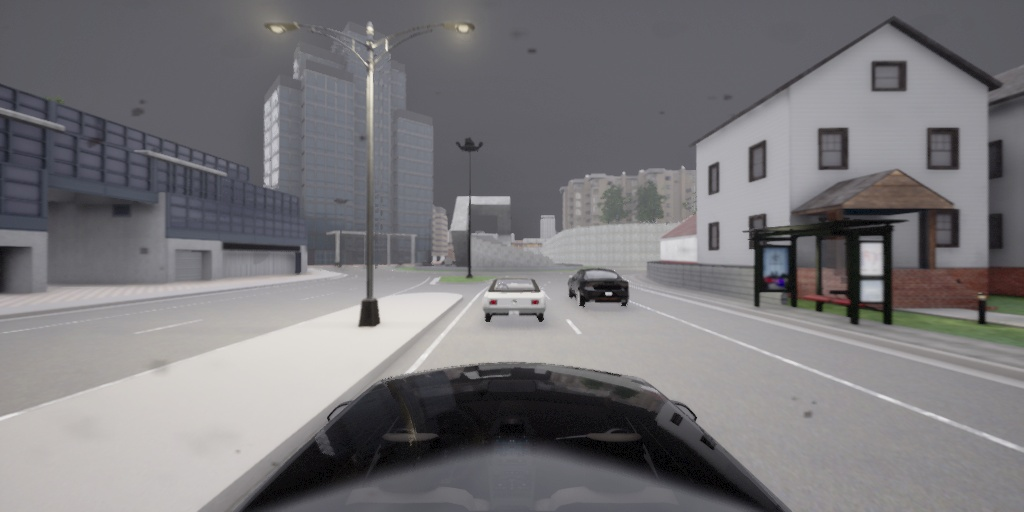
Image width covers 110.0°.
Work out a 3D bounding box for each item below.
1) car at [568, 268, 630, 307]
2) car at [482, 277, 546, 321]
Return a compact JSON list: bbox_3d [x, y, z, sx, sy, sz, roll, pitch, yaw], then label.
[{"bbox_3d":[3.637,1.261,15.809,1.882,1.535,5.008,0,0,1],"label":"car"},{"bbox_3d":[0.082,1.377,12.586,1.895,1.301,4.718,0,0,0],"label":"car"}]
